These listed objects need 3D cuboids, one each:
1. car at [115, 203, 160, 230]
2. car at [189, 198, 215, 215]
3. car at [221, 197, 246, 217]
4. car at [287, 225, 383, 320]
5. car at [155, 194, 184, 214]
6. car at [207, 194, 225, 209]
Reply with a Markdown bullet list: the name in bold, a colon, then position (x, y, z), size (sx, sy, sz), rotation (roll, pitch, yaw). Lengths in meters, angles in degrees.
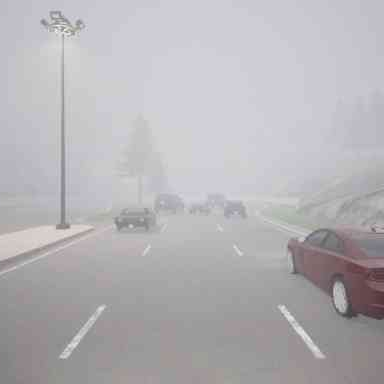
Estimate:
- **car**: position (-3.390, 1.601, 20.842), size (1.895, 1.301, 4.718), rotation (0, 0, 0)
- **car**: position (0.925, 1.601, 34.357), size (1.895, 1.301, 4.718), rotation (0, 0, 9)
- **car**: position (3.936, 1.505, 31.008), size (1.837, 1.490, 4.892), rotation (0, 0, 4)
- **car**: position (3.600, 1.477, 7.432), size (1.882, 1.535, 5.008), rotation (0, 0, 0)
- **car**: position (-2.379, 1.221, 36.014), size (2.150, 2.045, 5.566), rotation (0, 0, 12)
- **car**: position (3.394, 1.221, 44.420), size (2.150, 2.045, 5.566), rotation (0, 0, 16)
